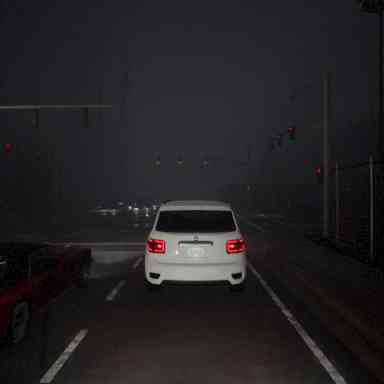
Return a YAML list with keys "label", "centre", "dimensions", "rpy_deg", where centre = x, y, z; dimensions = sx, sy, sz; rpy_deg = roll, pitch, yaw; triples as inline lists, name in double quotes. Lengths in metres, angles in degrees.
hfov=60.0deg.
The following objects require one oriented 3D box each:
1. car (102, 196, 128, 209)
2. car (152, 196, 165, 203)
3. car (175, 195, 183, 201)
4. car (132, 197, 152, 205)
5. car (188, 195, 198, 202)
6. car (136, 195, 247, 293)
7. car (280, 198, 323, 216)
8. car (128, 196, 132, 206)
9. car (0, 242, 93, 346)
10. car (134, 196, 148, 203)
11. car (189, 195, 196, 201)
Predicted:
- label: "car"
  centre: [-10.505, 1.547, 44.728]
  dimensions: [2.033, 1.411, 5.357]
  rpy_deg: [0, 0, 0]
- label: "car"
  centre: [-6.860, 1.547, 68.120]
  dimensions: [2.033, 1.411, 5.357]
  rpy_deg: [0, 0, 1]
- label: "car"
  centre: [-3.316, 1.540, 85.973]
  dimensions: [2.033, 1.411, 5.357]
  rpy_deg: [0, 0, 0]
- label: "car"
  centre: [-6.994, 1.505, 48.540]
  dimensions: [1.837, 1.490, 4.892]
  rpy_deg: [0, 0, 0]
- label: "car"
  centre: [0.168, 1.523, 75.685]
  dimensions: [2.128, 1.511, 4.902]
  rpy_deg: [0, 0, 0]
- label: "car"
  centre: [0.092, 1.221, 9.033]
  dimensions: [2.150, 2.045, 5.566]
  rpy_deg: [0, 0, 0]
- label: "car"
  centre: [11.020, 1.407, 32.611]
  dimensions: [4.553, 1.767, 2.097]
  rpy_deg: [0, 0, 0]
- label: "car"
  centre: [-10.473, 1.477, 54.509]
  dimensions: [1.882, 1.535, 5.008]
  rpy_deg: [0, 0, 0]
- label: "car"
  centre: [-3.428, 1.601, 6.284]
  dimensions: [1.895, 1.301, 4.718]
  rpy_deg: [0, 0, 1]
- label: "car"
  centre: [-10.360, 1.600, 67.840]
  dimensions: [1.895, 1.301, 4.718]
  rpy_deg: [0, 0, 1]
- label: "car"
  centre: [0.185, 1.524, 86.088]
  dimensions: [1.812, 1.442, 4.674]
  rpy_deg: [0, 0, 0]
